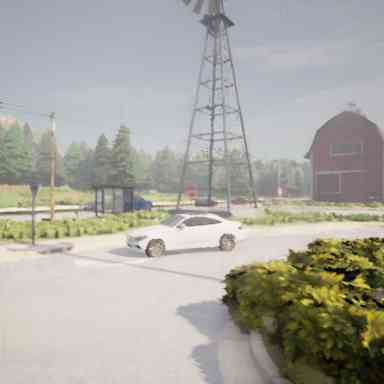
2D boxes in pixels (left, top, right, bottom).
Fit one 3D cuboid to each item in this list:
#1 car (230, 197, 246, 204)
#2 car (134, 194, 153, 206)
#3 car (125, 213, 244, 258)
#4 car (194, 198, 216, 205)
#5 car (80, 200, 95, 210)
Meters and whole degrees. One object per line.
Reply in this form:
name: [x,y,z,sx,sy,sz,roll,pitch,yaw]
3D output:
car: [7.834,1.585,58.422,1.812,1.442,4.674,0,0,36]
car: [-6.894,1.281,37.843,2.150,2.045,5.566,0,0,36]
car: [-0.215,1.542,12.800,4.674,1.442,1.812,0,0,-25]
car: [2.084,1.624,50.343,1.994,1.385,4.181,0,0,36]
car: [-10.652,1.560,38.758,2.128,1.511,4.902,0,0,36]
